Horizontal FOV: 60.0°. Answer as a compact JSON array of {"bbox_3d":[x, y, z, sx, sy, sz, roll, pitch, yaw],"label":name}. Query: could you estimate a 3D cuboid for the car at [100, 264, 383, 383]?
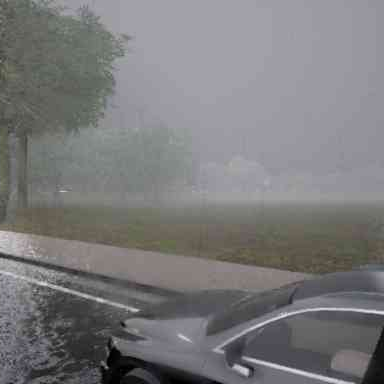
[{"bbox_3d":[1.355,1.432,2.596,4.856,1.649,2.033,0,0,35],"label":"car"}]
